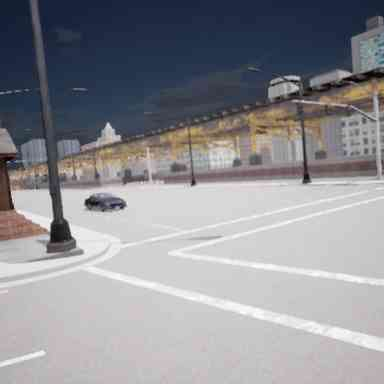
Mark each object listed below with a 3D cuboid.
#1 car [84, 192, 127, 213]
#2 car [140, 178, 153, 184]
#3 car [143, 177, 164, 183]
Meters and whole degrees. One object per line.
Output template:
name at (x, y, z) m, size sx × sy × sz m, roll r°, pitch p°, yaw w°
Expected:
car at (-7.149, 0.771, 26.952) m, size 2.033 × 1.411 × 5.357 m, roll -8°, pitch 5°, yaw -35°
car at (-11.561, -2.864, 84.572) m, size 1.853 × 1.218 × 4.536 m, roll -5°, pitch 4°, yaw 8°
car at (-8.843, -2.861, 80.754) m, size 4.536 × 1.218 × 1.853 m, roll -4°, pitch 4°, yaw 18°
